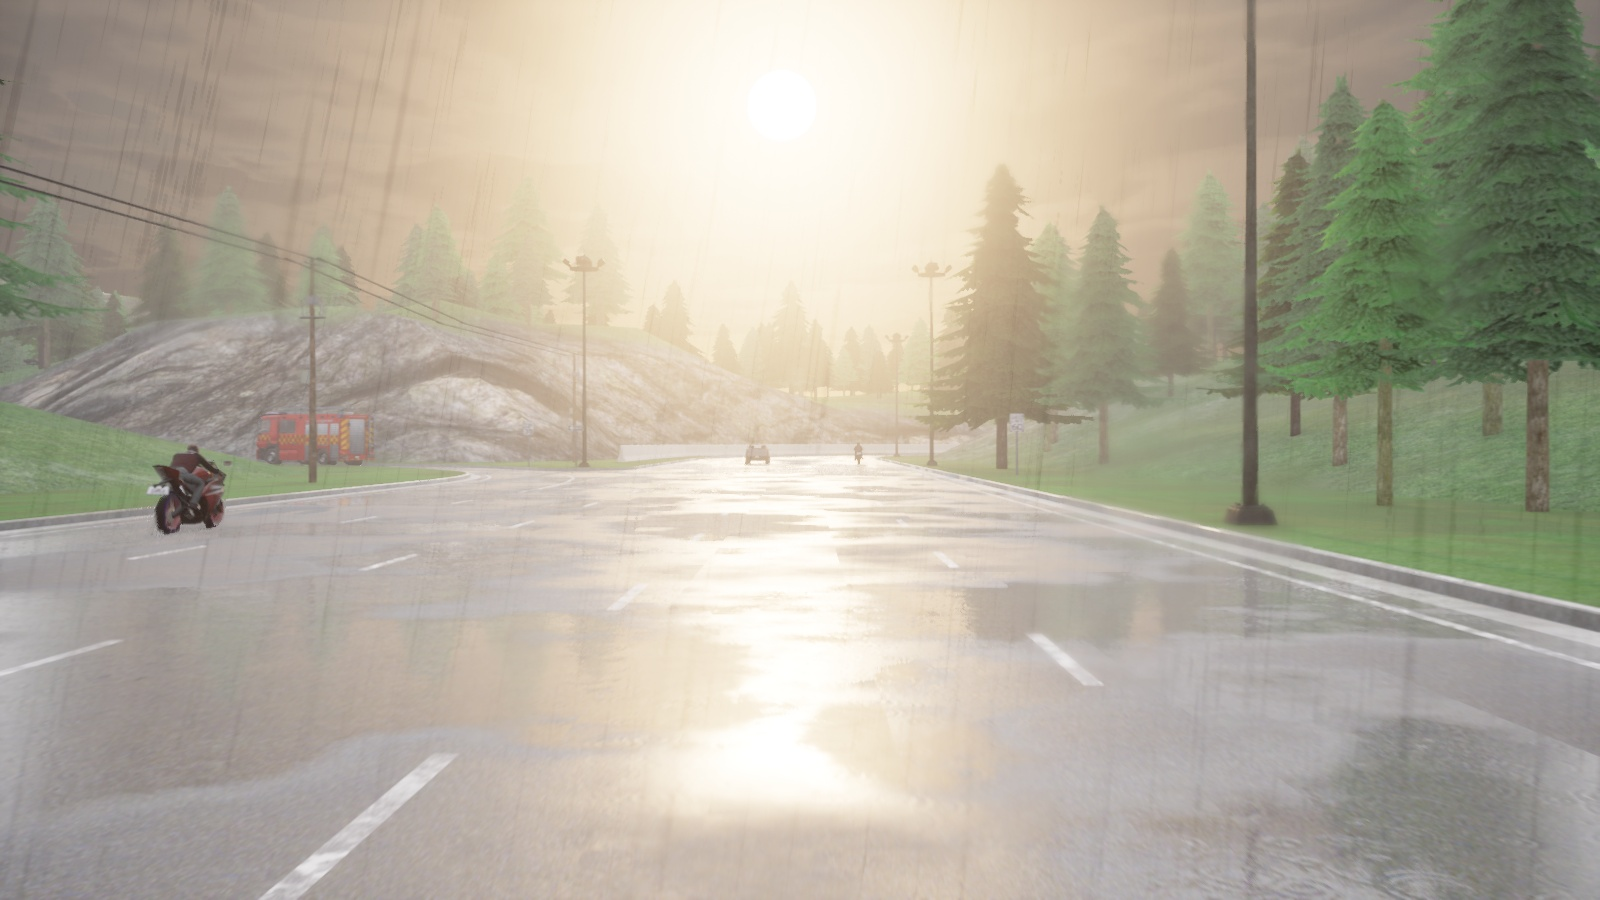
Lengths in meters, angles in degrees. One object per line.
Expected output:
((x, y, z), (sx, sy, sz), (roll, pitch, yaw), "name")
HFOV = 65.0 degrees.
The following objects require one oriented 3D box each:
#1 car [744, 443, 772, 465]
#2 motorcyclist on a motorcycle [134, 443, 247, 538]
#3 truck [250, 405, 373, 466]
((-2.976, 0.253, 89.514), (1.845, 1.501, 3.633), (0, 0, 0), "car")
((-10.363, 0.652, 21.453), (0.866, 1.530, 2.191), (0, 0, 0), "motorcyclist on a motorcycle")
((-31.957, -0.906, 82.071), (8.468, 3.827, 2.891), (0, 0, 31), "truck")
